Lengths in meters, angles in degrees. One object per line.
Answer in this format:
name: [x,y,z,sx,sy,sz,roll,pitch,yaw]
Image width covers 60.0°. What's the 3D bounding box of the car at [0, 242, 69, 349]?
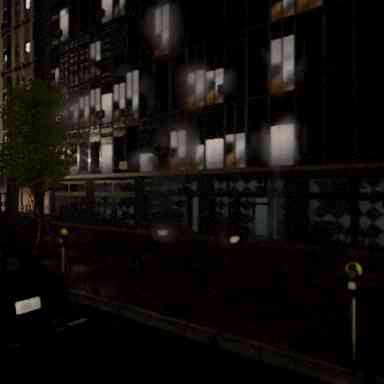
car: [-3.864,1.532,5.632,4.313,1.339,1.947,0,0,35]
